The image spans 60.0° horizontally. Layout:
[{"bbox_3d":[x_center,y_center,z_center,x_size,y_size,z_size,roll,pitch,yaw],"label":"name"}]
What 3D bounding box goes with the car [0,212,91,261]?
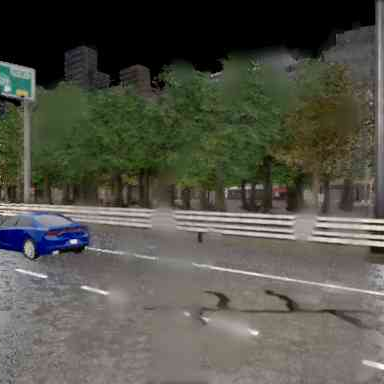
[{"bbox_3d":[-5.903,1.494,12.391,5.008,1.535,1.882,0,0,36],"label":"car"}]
